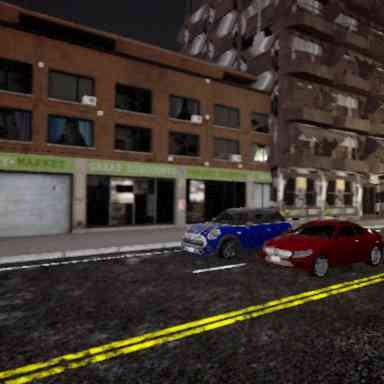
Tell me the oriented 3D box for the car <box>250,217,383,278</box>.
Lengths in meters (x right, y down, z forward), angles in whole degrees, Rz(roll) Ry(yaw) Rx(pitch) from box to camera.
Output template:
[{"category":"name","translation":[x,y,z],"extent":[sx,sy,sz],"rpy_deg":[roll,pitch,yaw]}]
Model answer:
[{"category":"car","translation":[4.252,1.625,10.543],"extent":[4.674,1.442,1.812],"rpy_deg":[1,0,-34]}]

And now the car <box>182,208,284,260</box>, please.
[{"category":"car","translation":[1.843,1.441,12.825],"extent":[4.553,1.767,2.097],"rpy_deg":[1,0,-34]}]
